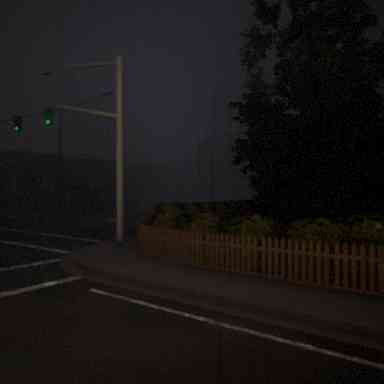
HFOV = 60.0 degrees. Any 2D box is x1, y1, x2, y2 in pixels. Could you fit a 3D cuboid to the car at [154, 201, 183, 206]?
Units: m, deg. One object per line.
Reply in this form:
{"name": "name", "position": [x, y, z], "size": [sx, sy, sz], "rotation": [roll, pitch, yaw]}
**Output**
{"name": "car", "position": [-1.529, 1.511, 28.509], "size": [2.128, 1.511, 4.902], "rotation": [0, 0, 35]}

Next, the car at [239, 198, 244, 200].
{"name": "car", "position": [7.686, 1.575, 47.637], "size": [2.033, 1.411, 5.357], "rotation": [0, 0, 36]}
